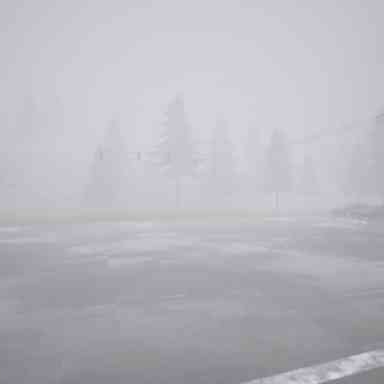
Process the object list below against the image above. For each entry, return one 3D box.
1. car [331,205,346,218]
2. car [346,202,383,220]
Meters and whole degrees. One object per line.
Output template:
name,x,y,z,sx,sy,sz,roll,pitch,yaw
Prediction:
car,17.004,1.859,34.902,5.008,1.535,1.882,0,-1,-16
car,17.832,1.880,31.505,5.357,1.411,2.033,0,-1,-16
